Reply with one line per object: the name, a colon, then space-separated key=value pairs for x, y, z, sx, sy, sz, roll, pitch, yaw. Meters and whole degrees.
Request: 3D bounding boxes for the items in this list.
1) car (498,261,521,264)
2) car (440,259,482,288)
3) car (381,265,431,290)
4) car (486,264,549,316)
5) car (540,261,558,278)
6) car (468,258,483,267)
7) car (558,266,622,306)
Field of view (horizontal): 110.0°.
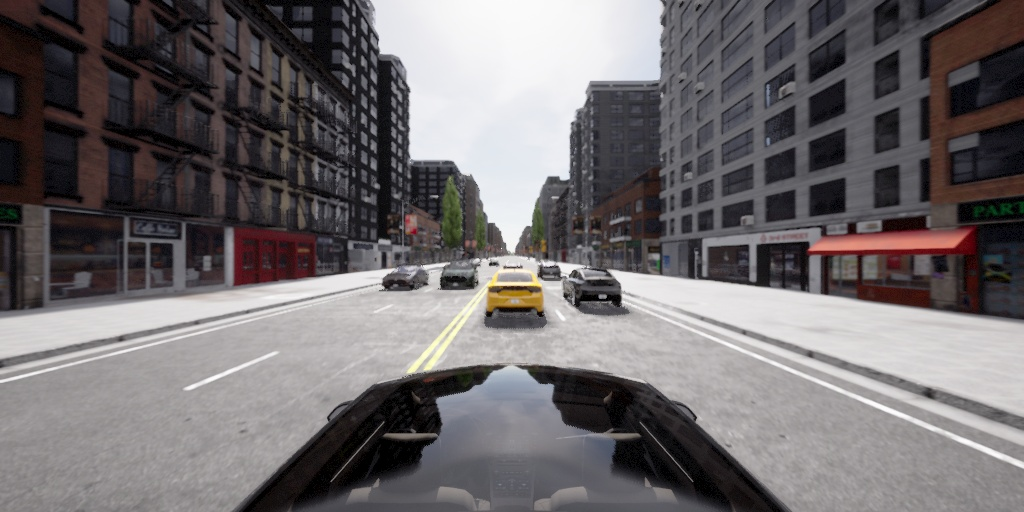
car: x=0.098 y=1.239 z=32.916 sx=2.128 sy=1.511 sz=4.902 roll=0 pitch=0 yaw=0
car: x=-3.348 y=1.101 z=23.520 sx=2.097 sy=1.767 sz=4.553 roll=0 pitch=0 yaw=0
car: x=-6.602 y=1.297 z=22.976 sx=2.033 sy=1.411 sz=5.357 roll=0 pitch=0 yaw=0
car: x=0.093 y=1.227 z=13.406 sx=1.882 sy=1.535 sz=5.008 roll=0 pitch=0 yaw=0
car: x=3.349 y=1.239 z=32.908 sx=2.128 sy=1.511 sz=4.902 roll=0 pitch=0 yaw=0
car: x=-6.523 y=1.209 z=64.345 sx=2.128 sy=1.511 sz=4.902 roll=0 pitch=0 yaw=0
car: x=3.348 y=1.254 z=15.655 sx=1.837 sy=1.490 sz=4.892 roll=0 pitch=0 yaw=0
